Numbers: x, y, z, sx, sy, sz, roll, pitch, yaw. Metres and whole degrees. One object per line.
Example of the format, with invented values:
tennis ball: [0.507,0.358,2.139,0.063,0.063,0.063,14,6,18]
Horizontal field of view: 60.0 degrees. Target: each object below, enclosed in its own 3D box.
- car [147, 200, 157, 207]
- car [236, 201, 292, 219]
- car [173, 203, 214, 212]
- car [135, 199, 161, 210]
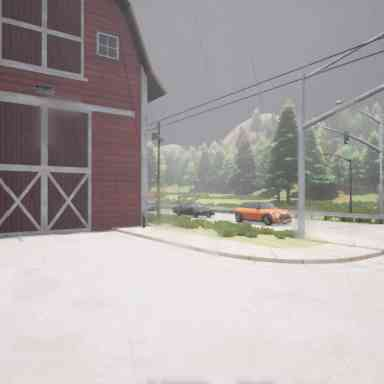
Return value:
car: [-5.577,1.855,41.662,1.994,1.385,4.181,0,0,-35]
car: [5.422,1.540,25.589,2.097,1.767,4.553,0,0,-34]
car: [0.044,1.786,33.447,2.033,1.411,5.357,0,0,-34]
car: [-6.623,1.866,49.568,1.812,1.442,4.674,0,0,-34]
